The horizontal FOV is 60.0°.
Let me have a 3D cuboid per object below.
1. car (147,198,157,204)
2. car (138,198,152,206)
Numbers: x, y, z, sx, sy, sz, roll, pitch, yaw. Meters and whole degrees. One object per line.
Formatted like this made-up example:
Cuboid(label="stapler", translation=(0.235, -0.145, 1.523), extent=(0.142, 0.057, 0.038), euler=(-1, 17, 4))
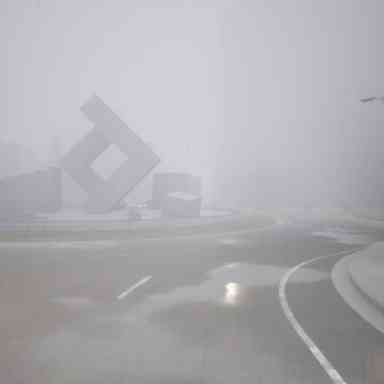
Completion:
Cuboid(label="car", translation=(-10.675, 2.461, 88.784), extent=(2.128, 1.511, 4.902), euler=(0, -1, -1))
Cuboid(label="car", translation=(-10.455, 2.330, 73.251), extent=(1.994, 1.385, 4.181), euler=(0, -1, 3))
